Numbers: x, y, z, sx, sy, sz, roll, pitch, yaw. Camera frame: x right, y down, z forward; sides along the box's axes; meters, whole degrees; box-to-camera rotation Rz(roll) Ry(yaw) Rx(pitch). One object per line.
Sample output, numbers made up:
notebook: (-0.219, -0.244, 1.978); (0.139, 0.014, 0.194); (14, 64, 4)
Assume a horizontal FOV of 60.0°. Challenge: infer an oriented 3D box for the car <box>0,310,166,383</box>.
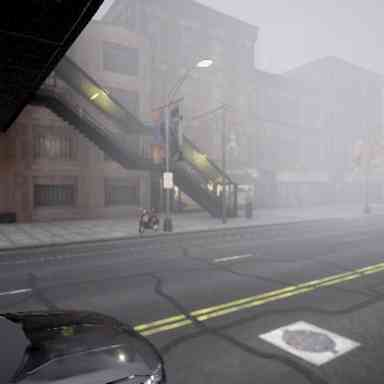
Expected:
car: (-2.448, 1.496, 1.983); (4.902, 1.511, 2.128); (0, 0, -34)
